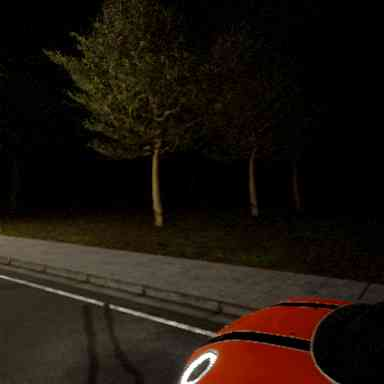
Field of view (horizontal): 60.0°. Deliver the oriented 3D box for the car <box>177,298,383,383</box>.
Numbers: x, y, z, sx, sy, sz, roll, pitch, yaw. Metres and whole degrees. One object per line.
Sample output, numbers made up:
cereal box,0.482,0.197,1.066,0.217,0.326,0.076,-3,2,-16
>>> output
car,2.027,1.345,2.123,4.553,1.767,2.097,-1,0,35
